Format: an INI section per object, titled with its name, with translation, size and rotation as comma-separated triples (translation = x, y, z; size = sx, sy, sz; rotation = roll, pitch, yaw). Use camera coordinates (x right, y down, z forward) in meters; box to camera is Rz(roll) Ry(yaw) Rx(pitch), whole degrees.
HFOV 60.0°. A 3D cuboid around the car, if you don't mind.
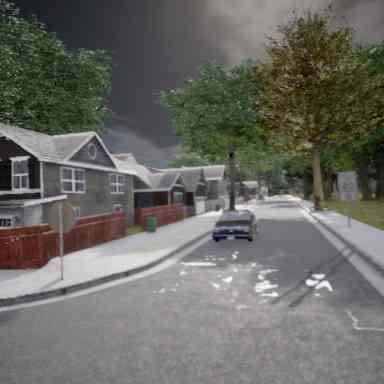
[car]
translation = 2.349, 1.615, 17.035
size = 2.033, 1.411, 5.357
rotation = -3, -1, 15
